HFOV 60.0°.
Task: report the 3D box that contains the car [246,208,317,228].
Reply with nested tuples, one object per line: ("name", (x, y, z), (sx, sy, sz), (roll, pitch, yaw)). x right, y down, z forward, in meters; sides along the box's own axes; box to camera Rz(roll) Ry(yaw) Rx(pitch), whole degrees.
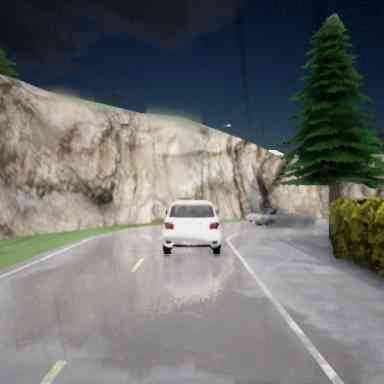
("car", (6.406, 1.821, 23.682), (4.718, 1.301, 1.895), (0, -1, -15))

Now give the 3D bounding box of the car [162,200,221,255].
("car", (0.012, 1.347, 14.029), (2.150, 2.045, 5.566), (0, 0, 0))
